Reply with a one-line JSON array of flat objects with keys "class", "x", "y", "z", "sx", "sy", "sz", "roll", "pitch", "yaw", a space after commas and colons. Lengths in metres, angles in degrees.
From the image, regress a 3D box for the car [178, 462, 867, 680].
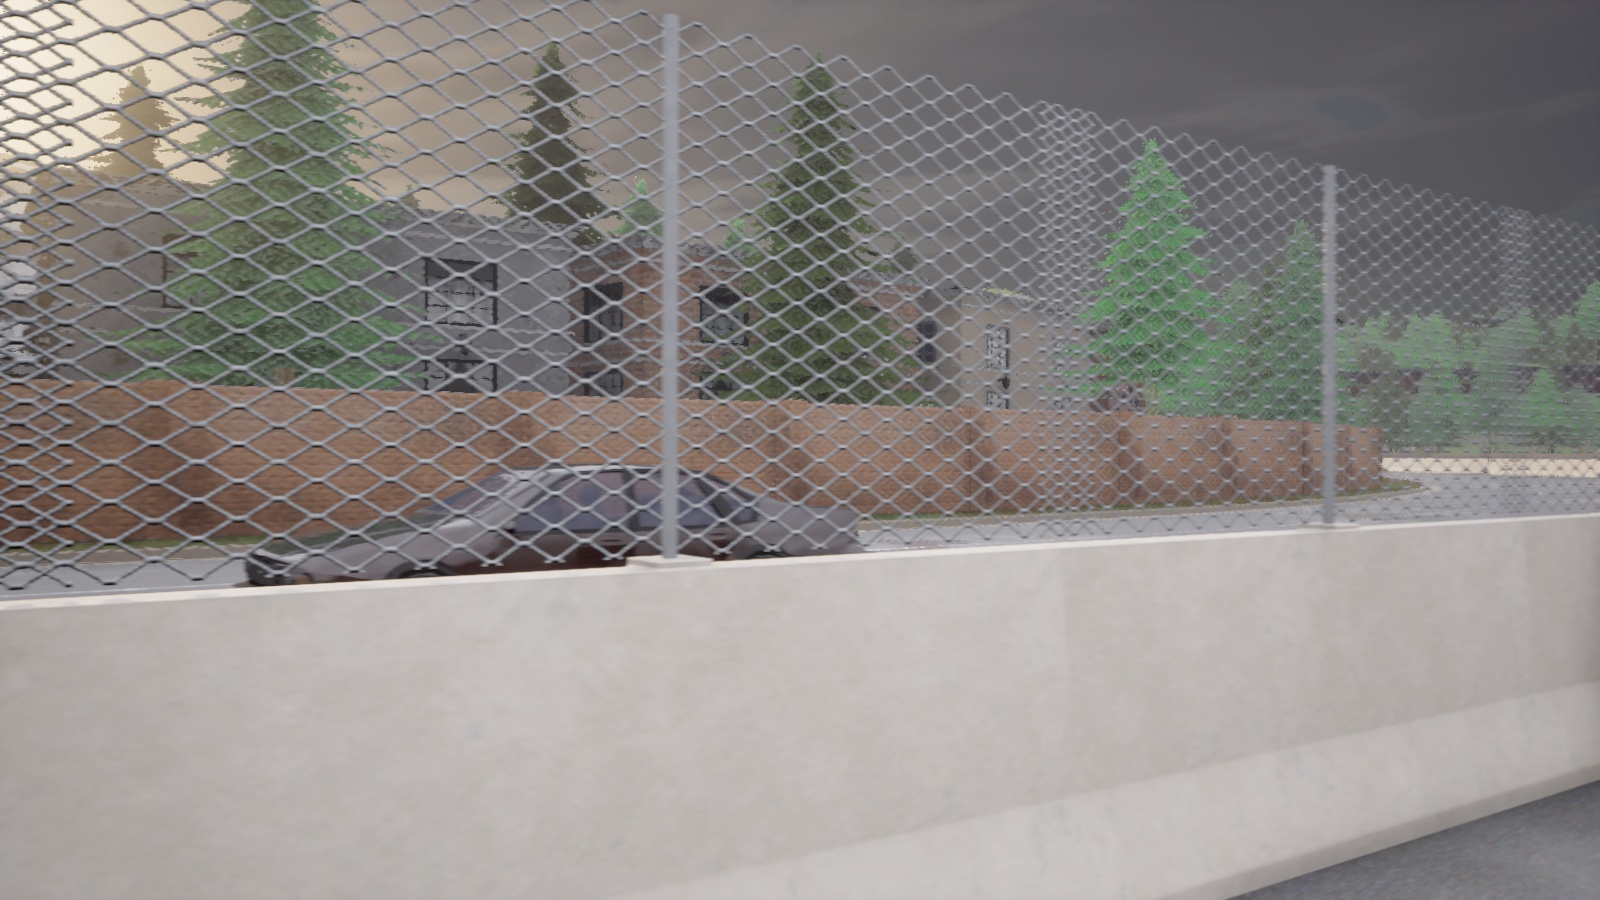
[{"class": "car", "x": -2.175, "y": 0.823, "z": 10.697, "sx": 5.357, "sy": 1.411, "sz": 2.033, "roll": 0, "pitch": 0, "yaw": -35}]
